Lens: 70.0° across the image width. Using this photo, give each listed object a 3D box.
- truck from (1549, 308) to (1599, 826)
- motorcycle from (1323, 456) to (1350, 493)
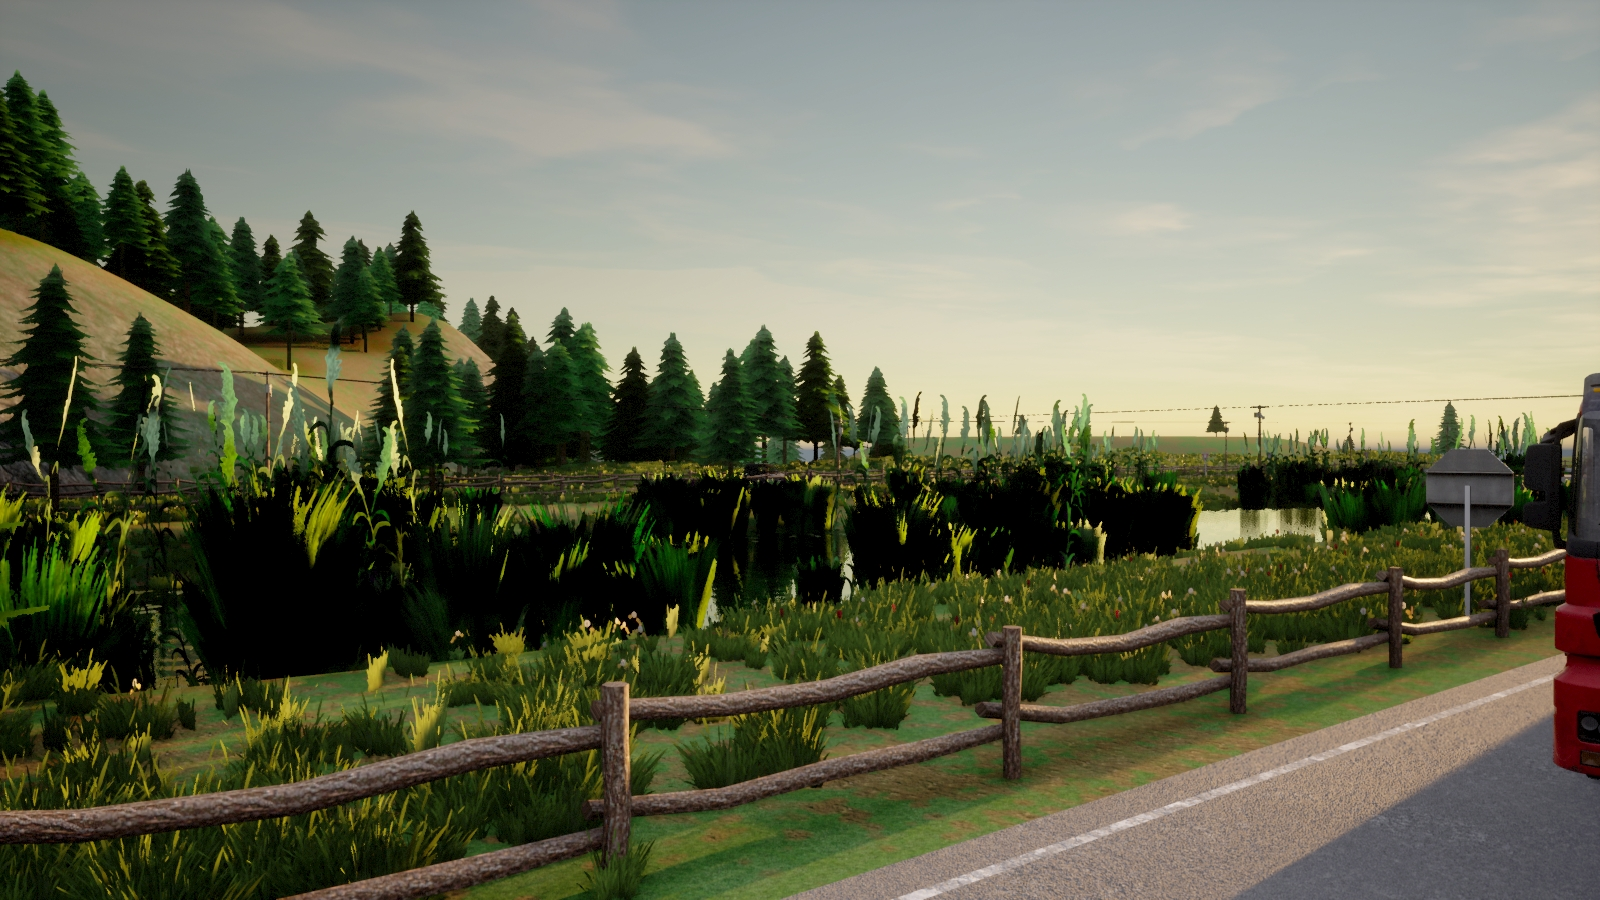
[{"bbox_3d":[9.509,0.862,10.945,2.891,3.827,8.468,0,0,40],"label":"truck"},{"bbox_3d":[34.978,1.577,74.473,2.033,2.348,0.803,0,0,-39],"label":"motorcycle"}]
